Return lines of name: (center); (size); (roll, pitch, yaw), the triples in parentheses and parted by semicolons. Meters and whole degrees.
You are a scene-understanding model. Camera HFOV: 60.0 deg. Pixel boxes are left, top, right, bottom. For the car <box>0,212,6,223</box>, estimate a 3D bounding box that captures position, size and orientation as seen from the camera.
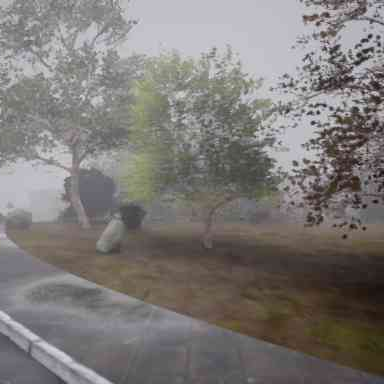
car: (-19.180, 2.355, 31.230); (2.097, 1.767, 4.553); (-3, -5, -10)
